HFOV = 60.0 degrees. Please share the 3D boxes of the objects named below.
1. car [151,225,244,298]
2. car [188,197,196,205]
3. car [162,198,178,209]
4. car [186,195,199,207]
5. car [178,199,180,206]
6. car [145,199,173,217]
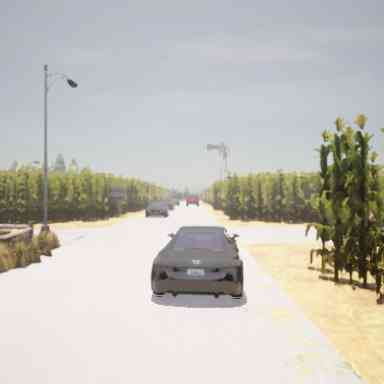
[{"bbox_3d":[0.267,1.530,8.487,1.994,1.385,4.181,0,0,6],"label":"car"},{"bbox_3d":[0.008,1.981,72.938,1.882,1.535,5.008,0,0,0],"label":"car"},{"bbox_3d":[-3.190,1.530,42.048,1.837,1.490,4.892,0,0,0],"label":"car"},{"bbox_3d":[0.105,1.485,57.967,2.150,2.045,5.566,0,-1,0],"label":"car"},{"bbox_3d":[-3.138,1.777,58.916,2.128,1.511,4.902,0,-1,0],"label":"car"},{"bbox_3d":[-3.194,1.608,31.185,1.994,1.385,4.181,0,0,0],"label":"car"}]
